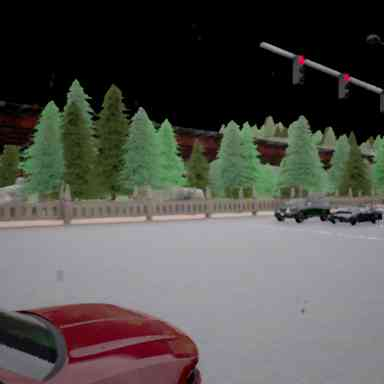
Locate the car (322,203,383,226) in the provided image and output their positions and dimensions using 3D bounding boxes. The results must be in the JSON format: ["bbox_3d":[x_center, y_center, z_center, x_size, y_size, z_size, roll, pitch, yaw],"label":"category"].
[{"bbox_3d":[12.847,1.783,26.054,5.357,1.411,2.033,1,0,-35],"label":"car"}]

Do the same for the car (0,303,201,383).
[{"bbox_3d":[-2.195,1.471,2.182,5.008,1.535,1.882,1,0,-36],"label":"car"}]

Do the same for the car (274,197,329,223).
[{"bbox_3d":[9.376,1.440,27.885,5.566,2.045,2.150,1,0,-36],"label":"car"}]

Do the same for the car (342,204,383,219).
[{"bbox_3d":[17.336,1.910,33.535,4.718,1.301,1.895,1,0,-35],"label":"car"}]
